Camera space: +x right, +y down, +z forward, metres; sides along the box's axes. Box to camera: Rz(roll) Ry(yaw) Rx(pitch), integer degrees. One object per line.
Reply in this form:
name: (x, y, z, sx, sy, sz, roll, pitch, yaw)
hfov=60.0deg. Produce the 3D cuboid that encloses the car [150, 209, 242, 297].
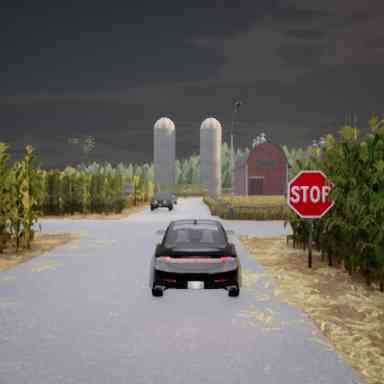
car: (0.082, 1.439, 8.431, 2.128, 1.511, 4.902, 0, 1, 0)

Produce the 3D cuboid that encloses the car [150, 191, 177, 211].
car: (-3.178, 0.958, 36.092, 2.150, 2.045, 5.566, 0, 0, 0)
